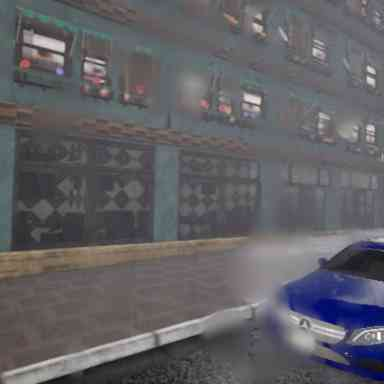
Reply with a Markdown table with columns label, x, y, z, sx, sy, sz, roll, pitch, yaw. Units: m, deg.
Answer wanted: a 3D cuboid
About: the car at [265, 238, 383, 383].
| label | x | y | z | sx | sy | sz | roll | pitch | yaw |
| --- | --- | --- | --- | --- | --- | --- | --- | --- | --- |
| car | 3.234 | 1.532 | 5.367 | 4.674 | 1.442 | 1.812 | 0 | 0 | -36 |
